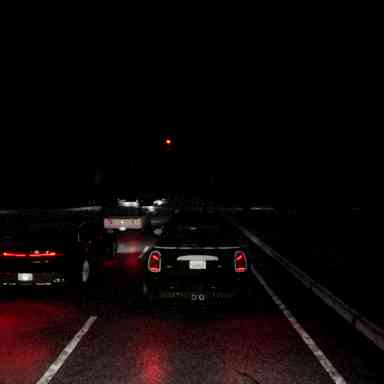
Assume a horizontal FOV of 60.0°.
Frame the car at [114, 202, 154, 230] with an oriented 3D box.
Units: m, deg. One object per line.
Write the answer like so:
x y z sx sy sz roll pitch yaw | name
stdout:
-3.405 1.487 18.530 1.895 1.301 4.718 0 1 0 | car

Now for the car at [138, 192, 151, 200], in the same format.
-10.624 0.883 74.563 2.128 1.511 4.902 0 1 -1 | car

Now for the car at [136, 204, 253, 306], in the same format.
0.101 1.323 8.152 2.097 1.767 4.553 0 0 0 | car

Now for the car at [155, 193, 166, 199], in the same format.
-7.180 0.867 76.806 2.033 1.411 5.357 0 1 -1 | car

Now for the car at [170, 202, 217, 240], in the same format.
0.089 1.388 17.348 2.128 1.511 4.902 0 0 1 | car

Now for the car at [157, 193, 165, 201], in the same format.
-7.063 1.058 66.244 1.895 1.301 4.718 0 1 0 | car

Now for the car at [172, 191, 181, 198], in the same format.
-4.014 0.692 85.661 1.837 1.490 4.892 0 1 -4 | car

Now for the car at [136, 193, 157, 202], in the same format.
-6.333 1.124 45.895 1.882 1.535 5.008 0 1 -10 | car

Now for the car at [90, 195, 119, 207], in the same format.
-11.886 1.145 45.270 2.128 1.511 4.902 1 1 20 | car

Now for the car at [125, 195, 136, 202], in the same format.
-10.593 1.127 59.498 1.895 1.301 4.718 0 1 0 | car

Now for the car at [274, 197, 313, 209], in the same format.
12.191 1.306 39.206 4.718 1.301 1.895 0 1 -3 | car

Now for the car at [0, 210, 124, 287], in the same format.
-3.400 1.468 9.210 1.837 1.490 4.892 0 0 0 | car

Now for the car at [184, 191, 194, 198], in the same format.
-0.539 0.707 86.157 1.812 1.442 4.674 0 1 -4 | car
